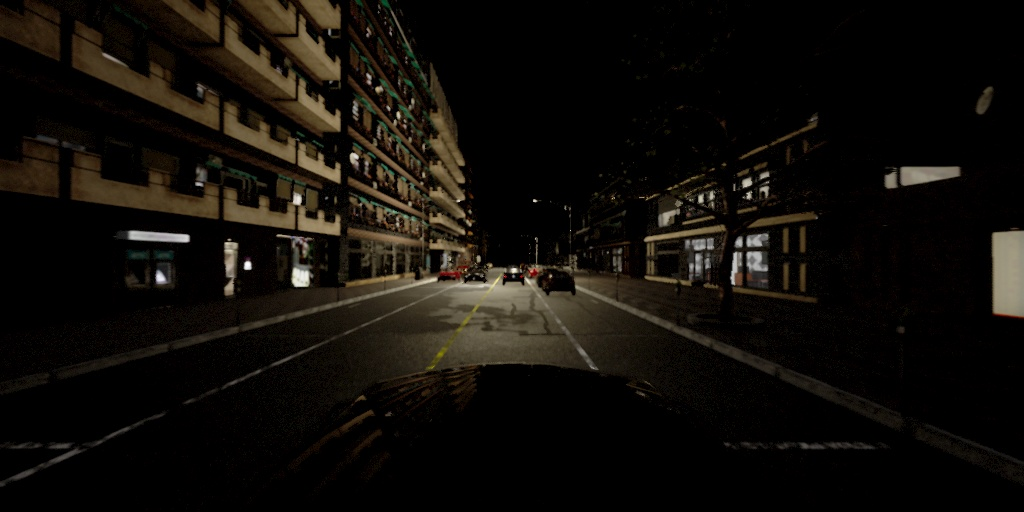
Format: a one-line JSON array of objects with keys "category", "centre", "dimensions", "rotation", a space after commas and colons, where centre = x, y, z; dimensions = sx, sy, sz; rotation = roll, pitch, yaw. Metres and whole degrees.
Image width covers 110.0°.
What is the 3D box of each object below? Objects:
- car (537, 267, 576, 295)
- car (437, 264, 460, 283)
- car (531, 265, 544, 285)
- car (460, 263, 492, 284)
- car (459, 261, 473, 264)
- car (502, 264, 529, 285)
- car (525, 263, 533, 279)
[{"category": "car", "centre": [2.707, 1.560, 21.252], "dimensions": [1.802, 1.307, 4.207], "rotation": [0, 0, 0]}, {"category": "car", "centre": [-5.664, 1.701, 32.655], "dimensions": [1.802, 1.307, 4.207], "rotation": [0, 0, 0]}, {"category": "car", "centre": [2.712, 1.614, 26.948], "dimensions": [1.948, 1.339, 4.313], "rotation": [0, 0, 0]}, {"category": "car", "centre": [-3.074, 1.607, 31.306], "dimensions": [1.837, 1.490, 4.892], "rotation": [0, -1, 0]}, {"category": "car", "centre": [-5.653, 1.576, 44.048], "dimensions": [2.192, 1.841, 5.009], "rotation": [0, 0, 0]}, {"category": "car", "centre": [0.121, 1.631, 29.875], "dimensions": [2.033, 1.411, 5.357], "rotation": [0, -1, 0]}, {"category": "car", "centre": [2.722, 1.629, 38.340], "dimensions": [1.967, 1.591, 4.097], "rotation": [0, 0, 0]}]
